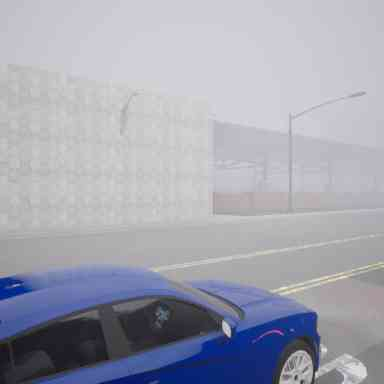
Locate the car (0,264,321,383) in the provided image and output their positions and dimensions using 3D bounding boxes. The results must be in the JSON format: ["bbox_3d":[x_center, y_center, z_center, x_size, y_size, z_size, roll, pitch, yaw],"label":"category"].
[{"bbox_3d":[-0.776,1.478,3.196,5.008,1.535,1.882,0,0,-36],"label":"car"}]
